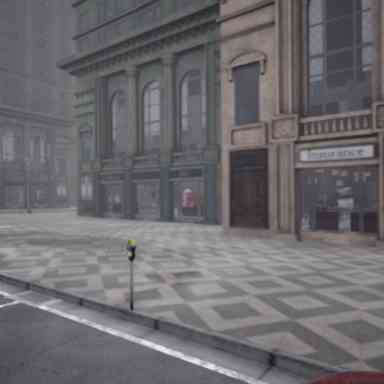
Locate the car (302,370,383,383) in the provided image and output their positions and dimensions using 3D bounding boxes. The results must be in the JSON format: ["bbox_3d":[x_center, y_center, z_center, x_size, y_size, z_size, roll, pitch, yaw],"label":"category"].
[{"bbox_3d":[2.375,1.575,1.283,4.206,1.307,1.802,0,0,36],"label":"car"}]
